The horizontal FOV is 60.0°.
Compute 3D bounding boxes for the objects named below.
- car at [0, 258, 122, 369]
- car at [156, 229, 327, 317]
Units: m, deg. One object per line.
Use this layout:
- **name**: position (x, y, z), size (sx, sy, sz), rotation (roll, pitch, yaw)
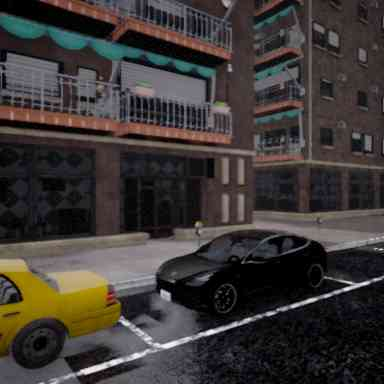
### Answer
- **car**: position (-3.350, 1.526, 4.167), size (4.829, 1.417, 1.752), rotation (0, 0, -36)
- **car**: position (1.283, 1.553, 7.474), size (4.313, 1.339, 1.947), rotation (0, 0, -36)
